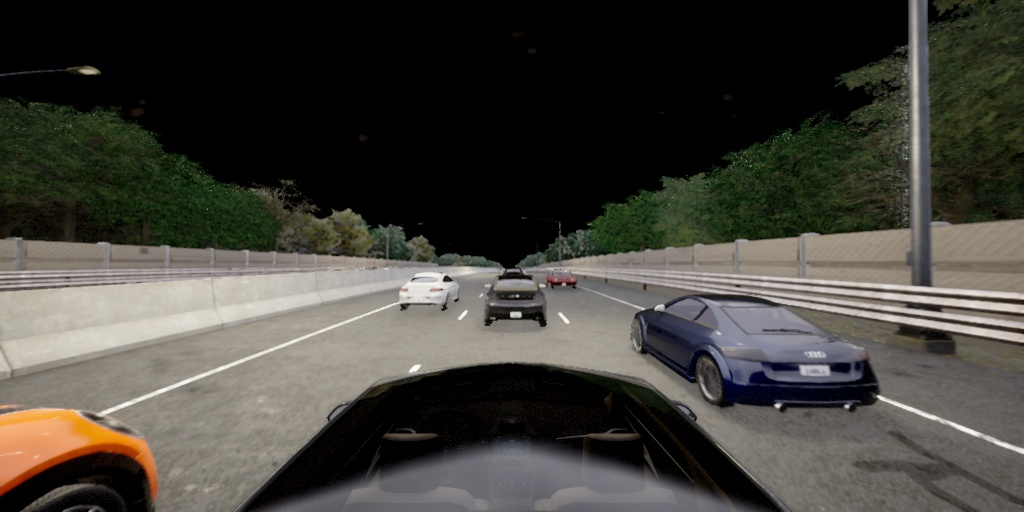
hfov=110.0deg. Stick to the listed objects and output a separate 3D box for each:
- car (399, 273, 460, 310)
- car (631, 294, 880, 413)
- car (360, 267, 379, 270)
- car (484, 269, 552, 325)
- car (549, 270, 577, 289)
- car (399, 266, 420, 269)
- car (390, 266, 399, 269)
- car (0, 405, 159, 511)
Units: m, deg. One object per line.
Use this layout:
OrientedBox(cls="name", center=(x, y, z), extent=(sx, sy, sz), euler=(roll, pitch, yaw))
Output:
OrientedBox(cls="car", center=(-3.397, 1.424, 15.306), extent=(1.812, 1.442, 4.674), euler=(0, -1, 0))
OrientedBox(cls="car", center=(3.602, 1.349, 6.267), extent=(1.994, 1.385, 4.181), euler=(0, 0, 0))
OrientedBox(cls="car", center=(-20.996, 2.299, 52.965), extent=(1.837, 1.490, 4.892), euler=(0, -2, 0))
OrientedBox(cls="car", center=(0.105, 1.358, 12.174), extent=(1.837, 1.490, 4.892), euler=(0, 0, 0))
OrientedBox(cls="car", center=(3.607, 1.737, 27.071), extent=(1.895, 1.301, 4.718), euler=(0, -1, 0))
OrientedBox(cls="car", center=(-14.015, 2.219, 51.068), extent=(1.882, 1.535, 5.008), euler=(0, -2, 1))
OrientedBox(cls="car", center=(-17.492, 2.296, 53.380), extent=(2.128, 1.511, 4.902), euler=(0, -2, 0))
OrientedBox(cls="car", center=(-3.403, 1.095, 0.465), extent=(2.097, 1.767, 4.553), euler=(0, 0, 0))
